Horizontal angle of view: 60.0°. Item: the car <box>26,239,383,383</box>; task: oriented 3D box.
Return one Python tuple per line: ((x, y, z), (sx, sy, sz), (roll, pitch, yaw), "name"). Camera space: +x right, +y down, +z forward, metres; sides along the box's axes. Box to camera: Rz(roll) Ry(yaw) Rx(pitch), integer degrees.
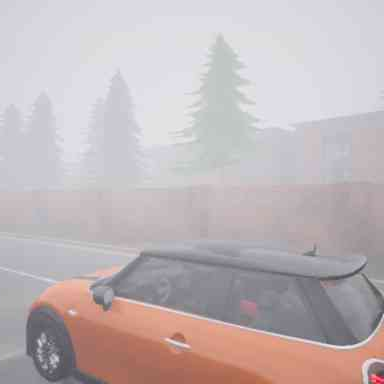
((0.015, 1.368, 3.974), (4.553, 1.767, 2.097), (0, 0, 36), "car")
